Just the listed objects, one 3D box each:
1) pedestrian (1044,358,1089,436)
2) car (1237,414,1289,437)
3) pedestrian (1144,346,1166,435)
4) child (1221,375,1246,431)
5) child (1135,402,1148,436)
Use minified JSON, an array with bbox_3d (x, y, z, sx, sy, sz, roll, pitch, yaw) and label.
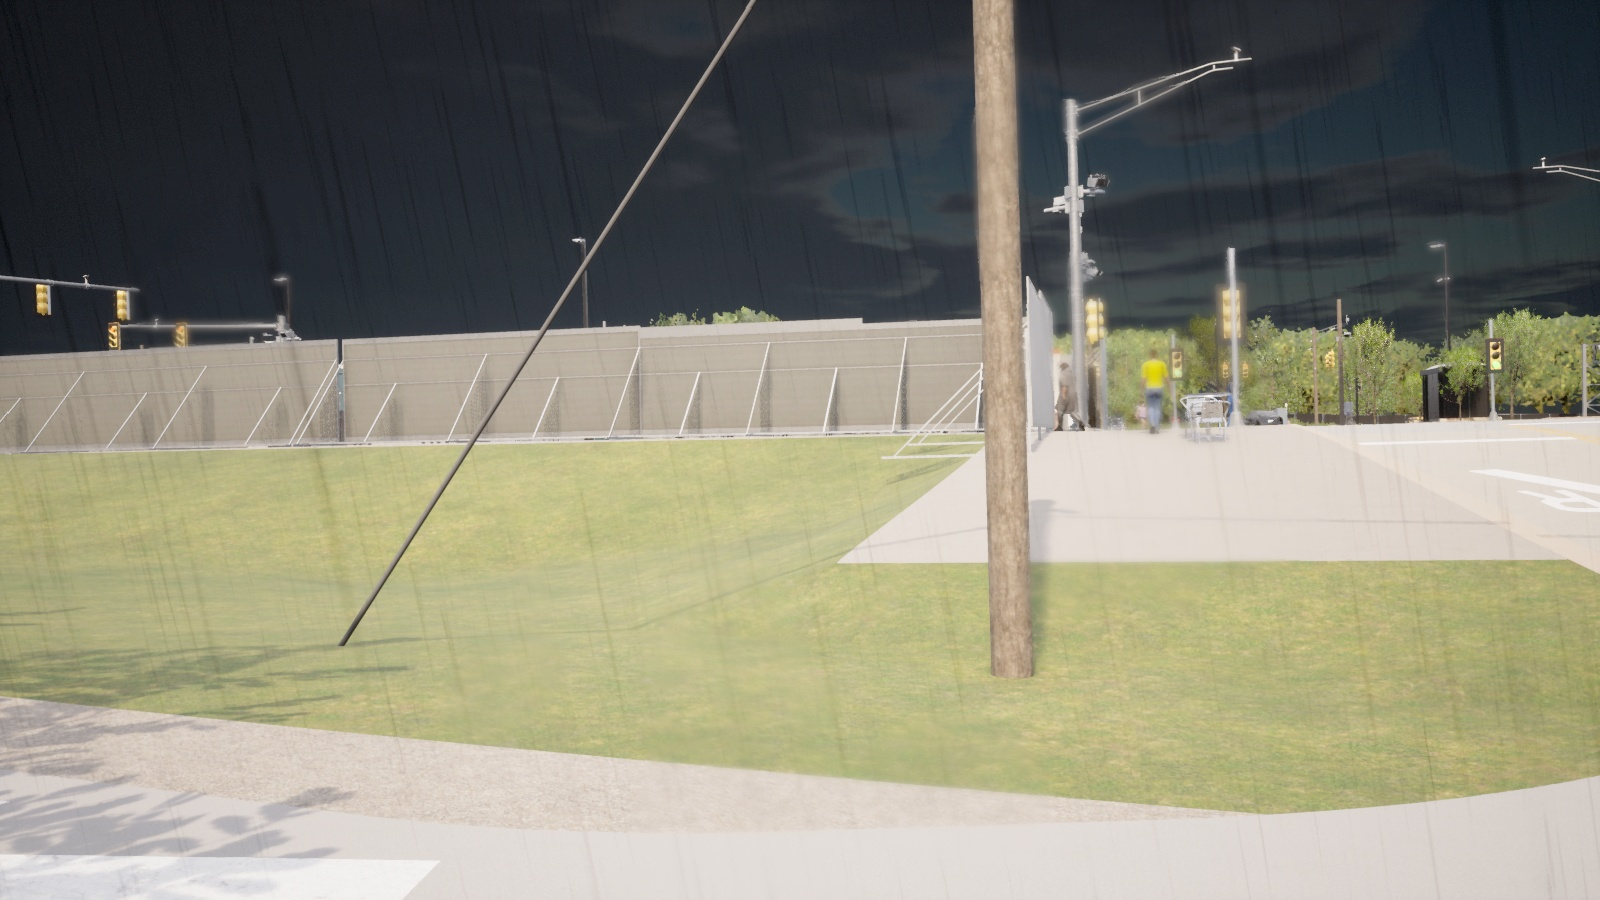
[{"bbox_3d":[6.836,-1.352,32.206,0.659,1.952,0.873,-1,0,-40],"label":"pedestrian"},{"bbox_3d":[31.358,-1.671,85.206,2.163,1.488,4.792,-1,1,7],"label":"car"},{"bbox_3d":[7.464,-1.229,26.413,0.354,1.836,0.706,-1,0,13],"label":"pedestrian"},{"bbox_3d":[10.039,-1.090,29.094,0.437,1.263,0.270,-1,0,-5],"label":"child"},{"bbox_3d":[11.459,-1.030,42.154,0.255,1.110,0.394,-1,0,-14],"label":"child"}]
